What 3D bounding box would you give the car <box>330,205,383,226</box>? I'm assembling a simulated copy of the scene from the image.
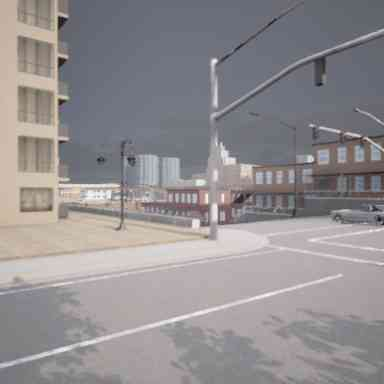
[{"bbox_3d":[11.847,1.517,22.531,1.895,1.301,4.718,0,-2,-31],"label":"car"}]
